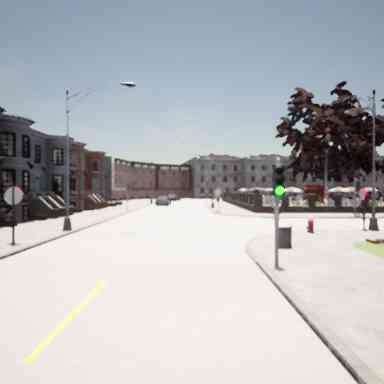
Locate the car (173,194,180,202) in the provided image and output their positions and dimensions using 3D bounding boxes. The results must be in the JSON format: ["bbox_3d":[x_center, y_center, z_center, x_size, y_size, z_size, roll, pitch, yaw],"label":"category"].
[{"bbox_3d":[-3.788,1.100,64.190,2.033,1.411,5.357,0,0,12],"label":"car"}]

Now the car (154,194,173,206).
[{"bbox_3d":[-4.038,1.204,46.298,1.812,1.442,4.674,0,0,0],"label":"car"}]
